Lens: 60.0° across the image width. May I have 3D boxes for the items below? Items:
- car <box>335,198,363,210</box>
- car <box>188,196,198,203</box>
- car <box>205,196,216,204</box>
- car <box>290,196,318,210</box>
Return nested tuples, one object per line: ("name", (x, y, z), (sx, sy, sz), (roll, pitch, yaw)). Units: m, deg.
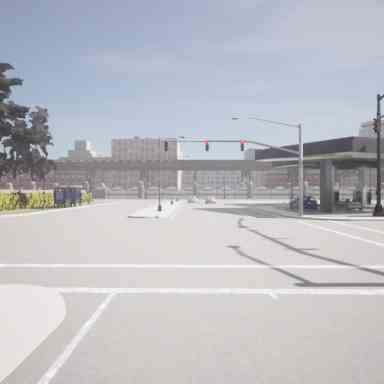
("car", (19.009, 1.456, 40.407), (1.970, 1.475, 3.806), (0, 0, 0))
("car", (0.192, 1.525, 66.125), (1.812, 1.442, 4.674), (0, 0, 0))
("car", (3.585, 1.525, 64.340), (1.812, 1.442, 4.674), (0, 0, 0))
("car", (13.263, 1.295, 39.652), (2.242, 1.667, 4.611), (0, 0, 0))
